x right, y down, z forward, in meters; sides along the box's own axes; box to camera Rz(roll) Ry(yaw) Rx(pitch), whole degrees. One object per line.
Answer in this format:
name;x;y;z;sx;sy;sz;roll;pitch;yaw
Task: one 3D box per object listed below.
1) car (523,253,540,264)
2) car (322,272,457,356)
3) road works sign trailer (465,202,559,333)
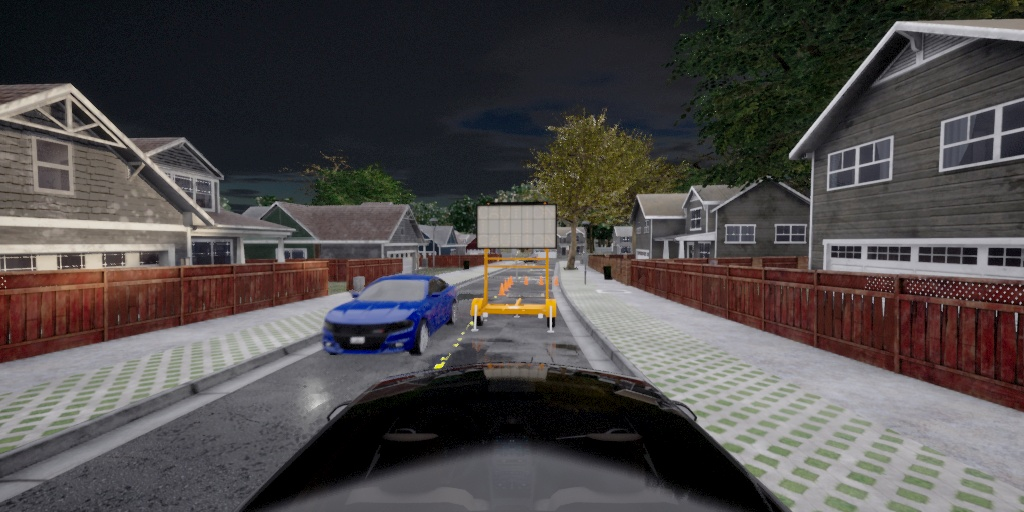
car;3.094;0.634;59.962;1.994;1.385;4.181;0;1;8
car;-2.630;1.209;8.834;1.882;1.535;5.008;0;0;2
road works sign trailer;0.144;0.191;10.788;2.380;3.560;2.880;0;0;5
